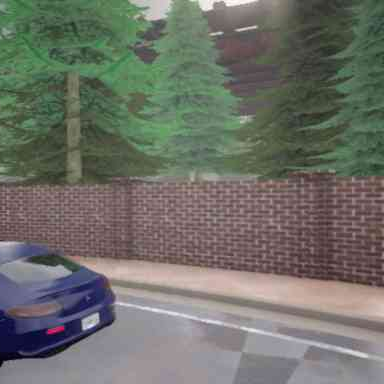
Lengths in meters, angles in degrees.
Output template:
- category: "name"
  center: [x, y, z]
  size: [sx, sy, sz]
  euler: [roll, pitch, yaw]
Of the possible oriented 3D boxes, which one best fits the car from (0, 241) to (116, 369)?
- category: "car"
  center: [-3.386, 1.540, 5.351]
  size: [4.674, 1.442, 1.812]
  euler: [-1, 0, 26]
